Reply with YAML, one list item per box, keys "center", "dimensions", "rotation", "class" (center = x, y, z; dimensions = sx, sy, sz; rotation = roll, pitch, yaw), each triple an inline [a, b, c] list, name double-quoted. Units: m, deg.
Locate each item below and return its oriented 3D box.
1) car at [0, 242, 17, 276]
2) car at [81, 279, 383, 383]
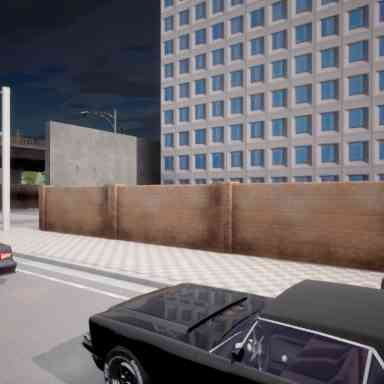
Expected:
- center: [-6.747, 1.547, 8.804]
  dimensions: [5.357, 1.411, 2.033]
  rotation: [0, 0, 36]
  class: "car"
- center: [1.059, 1.601, 3.229]
  dimensions: [4.718, 1.301, 1.895]
  rotation: [0, 0, 36]
  class: "car"
